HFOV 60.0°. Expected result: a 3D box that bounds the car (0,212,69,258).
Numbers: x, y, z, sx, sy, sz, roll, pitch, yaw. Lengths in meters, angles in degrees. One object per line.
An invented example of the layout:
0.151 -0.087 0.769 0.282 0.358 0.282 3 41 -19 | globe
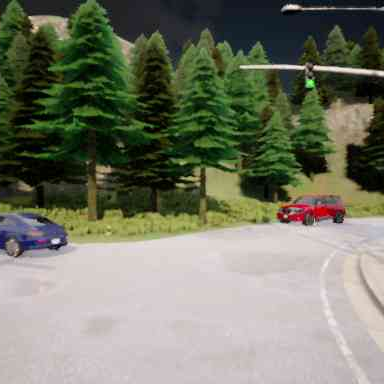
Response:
-6.724 1.491 12.510 4.674 1.442 1.812 1 0 27 | car

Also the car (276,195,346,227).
8.294 1.209 22.911 5.566 2.045 2.150 0 0 -34 | car
